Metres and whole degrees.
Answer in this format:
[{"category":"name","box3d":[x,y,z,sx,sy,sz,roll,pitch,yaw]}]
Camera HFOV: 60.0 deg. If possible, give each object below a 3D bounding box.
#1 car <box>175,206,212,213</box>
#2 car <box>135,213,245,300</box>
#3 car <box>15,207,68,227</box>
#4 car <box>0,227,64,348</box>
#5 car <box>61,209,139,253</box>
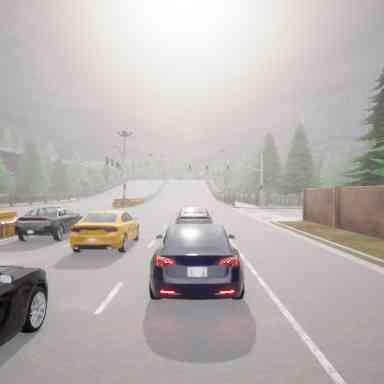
[{"category":"car","box3d":[0.093,1.491,17.514,2.128,1.511,4.902,0,0,0]},{"category":"car","box3d":[0.098,1.503,8.423,2.163,1.488,4.792,0,0,0]},{"category":"car","box3d":[-6.905,1.491,16.624,2.128,1.511,4.902,0,0,0]},{"category":"car","box3d":[-3.400,1.478,3.760,1.882,1.535,5.008,0,0,0]},{"category":"car","box3d":[-3.404,1.478,13.777,1.882,1.535,5.008,0,0,0]}]
